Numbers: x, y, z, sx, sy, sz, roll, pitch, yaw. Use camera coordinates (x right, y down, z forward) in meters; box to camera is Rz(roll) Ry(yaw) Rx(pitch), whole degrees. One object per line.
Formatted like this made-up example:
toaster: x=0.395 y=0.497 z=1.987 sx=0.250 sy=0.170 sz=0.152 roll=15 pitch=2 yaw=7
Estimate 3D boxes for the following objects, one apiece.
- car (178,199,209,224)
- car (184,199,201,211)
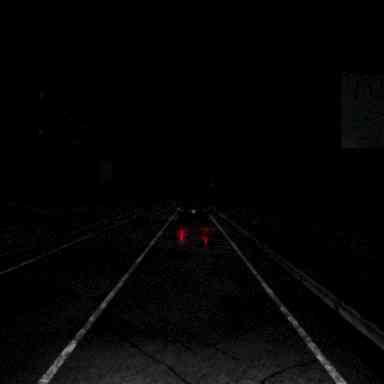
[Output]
car: x=0.104 y=1.358 z=24.573 sx=2.097 sy=1.767 sz=4.553 roll=0 pitch=0 yaw=0
car: x=0.106 y=1.581 z=41.075 sx=1.994 sy=1.385 sz=4.181 roll=0 pitch=0 yaw=0
